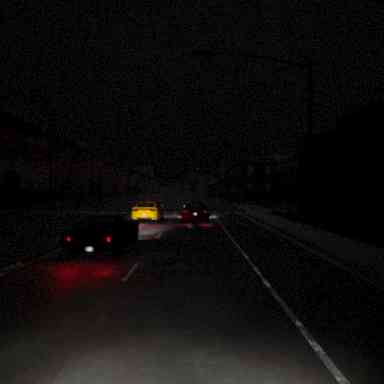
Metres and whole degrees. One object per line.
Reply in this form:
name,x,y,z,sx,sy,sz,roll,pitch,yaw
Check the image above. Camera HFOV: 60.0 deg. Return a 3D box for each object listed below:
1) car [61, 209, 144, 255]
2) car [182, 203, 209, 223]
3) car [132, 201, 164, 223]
car,-3.311,1.550,13.003,1.895,1.301,4.718,0,0,0
car,0.270,1.469,24.778,1.994,1.385,4.181,0,0,1
car,-3.222,1.382,24.828,1.882,1.535,5.008,0,0,0
